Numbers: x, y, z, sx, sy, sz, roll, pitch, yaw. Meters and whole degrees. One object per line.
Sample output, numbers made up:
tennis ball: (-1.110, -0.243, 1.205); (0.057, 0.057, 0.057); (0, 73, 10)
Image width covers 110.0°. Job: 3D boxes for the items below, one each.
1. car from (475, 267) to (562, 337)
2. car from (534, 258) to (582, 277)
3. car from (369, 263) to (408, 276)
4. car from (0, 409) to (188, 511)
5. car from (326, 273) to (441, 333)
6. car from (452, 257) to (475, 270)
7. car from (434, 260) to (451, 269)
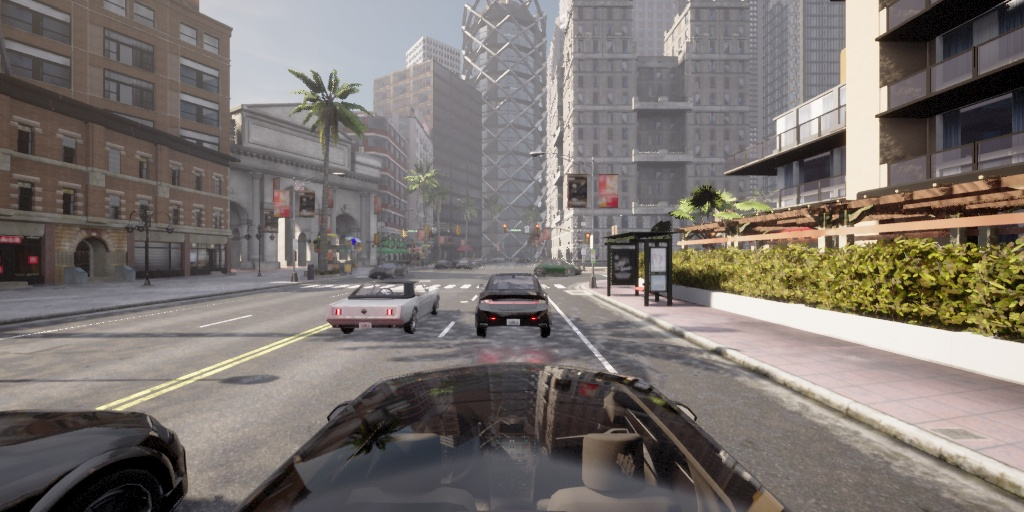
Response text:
car: (0.042, 1.242, 10.327); (2.128, 1.511, 4.902); (0, 0, 0)
car: (4.551, 1.105, 35.362); (4.553, 1.767, 2.097); (0, 0, 17)
car: (-10.663, 1.300, 31.373); (2.033, 1.411, 5.357); (0, 0, 0)
car: (-3.392, 1.314, 0.887); (1.994, 1.385, 4.181); (0, 0, 0)
car: (-3.457, 1.352, 10.707); (1.895, 1.301, 4.718); (0, 0, 0)
car: (-7.181, 1.303, 53.841); (2.033, 1.411, 5.357); (0, 0, -1)
car: (-10.704, 1.303, 55.991); (2.033, 1.411, 5.357); (0, 0, 0)
